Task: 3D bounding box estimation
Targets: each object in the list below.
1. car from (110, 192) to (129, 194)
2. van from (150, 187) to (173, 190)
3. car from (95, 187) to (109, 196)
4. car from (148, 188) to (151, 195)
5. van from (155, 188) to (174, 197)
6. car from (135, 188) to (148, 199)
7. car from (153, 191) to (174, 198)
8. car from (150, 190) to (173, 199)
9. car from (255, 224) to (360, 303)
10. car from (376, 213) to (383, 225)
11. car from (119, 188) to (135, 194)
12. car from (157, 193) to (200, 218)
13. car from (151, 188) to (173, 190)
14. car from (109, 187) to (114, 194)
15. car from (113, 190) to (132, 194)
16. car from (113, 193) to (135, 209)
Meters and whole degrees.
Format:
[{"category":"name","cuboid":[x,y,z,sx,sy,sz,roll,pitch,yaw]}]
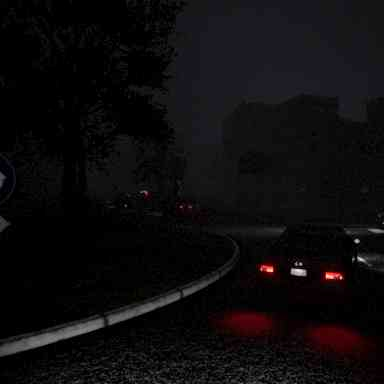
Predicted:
[{"category":"car","cuboid":[-10.903,1.114,50.207,1.994,1.385,4.181,0,1,-11]},{"category":"van","cuboid":[-5.646,0.433,66.716,4.442,1.987,1.878,0,1,-6]},{"category":"car","cuboid":[-23.671,0.084,86.148,2.097,1.535,5.008,0,2,-2]},{"category":"car","cuboid":[-5.795,0.338,69.459,5.566,2.045,2.435,0,2,-6]},{"category":"van","cuboid":[-6.431,0.142,77.485,4.442,1.987,1.878,0,2,-4]},{"category":"car","cuboid":[-10.744,0.586,70.507,2.128,1.511,4.902,0,2,-5]},{"category":"car","cuboid":[-6.335,0.485,74.780,4.674,1.452,2.002,0,2,-4]},{"category":"car","cuboid":[-4.958,0.796,61.253,4.892,1.521,2.231,0,1,-6]},{"category":"car","cuboid":[3.110,1.532,8.416,2.033,1.411,5.357,0,0,27]},{"category":"car","cuboid":[12.964,1.393,18.433,4.718,1.301,1.895,-2,0,6]},{"category":"car","cuboid":[-13.708,0.552,69.974,1.882,1.535,5.008,0,2,-5]},{"category":"car","cuboid":[-1.139,1.285,30.172,2.097,1.767,4.553,0,0,-28]},{"category":"car","cuboid":[-5.210,0.602,63.993,4.553,1.767,2.185,0,1,-6]},{"category":"car","cuboid":[-23.815,-0.053,91.638,2.163,1.488,4.792,0,2,0]},{"category":"car","cuboid":[-12.568,0.869,60.111,2.033,1.411,5.357,0,1,-6]},{"category":"car","cuboid":[-8.344,1.276,40.475,1.837,1.490,4.892,0,1,-18]}]
